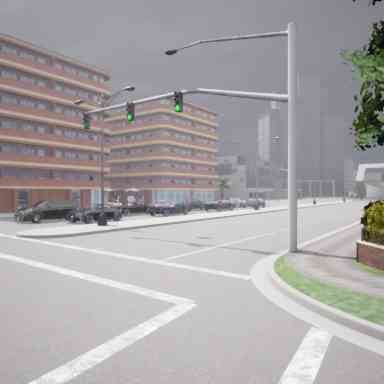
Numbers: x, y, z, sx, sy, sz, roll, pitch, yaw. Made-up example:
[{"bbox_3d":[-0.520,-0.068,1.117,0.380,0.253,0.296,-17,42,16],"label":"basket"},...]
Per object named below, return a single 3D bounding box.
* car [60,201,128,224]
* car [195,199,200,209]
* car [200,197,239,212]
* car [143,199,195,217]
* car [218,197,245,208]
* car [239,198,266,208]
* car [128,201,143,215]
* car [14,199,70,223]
[{"bbox_3d":[-7.249,1.564,24.926,1.994,1.385,4.181,0,0,36],"label":"car"},{"bbox_3d":[-0.199,1.547,40.549,2.033,1.411,5.357,0,0,36],"label":"car"},{"bbox_3d":[3.305,1.601,39.412,1.895,1.301,4.718,0,0,36],"label":"car"},{"bbox_3d":[-2.091,1.601,32.005,1.895,1.301,4.718,0,0,36],"label":"car"},{"bbox_3d":[5.834,1.526,48.787,1.812,1.442,4.674,0,0,36],"label":"car"},{"bbox_3d":[8.844,1.526,46.974,1.812,1.442,4.674,0,0,36],"label":"car"},{"bbox_3d":[-5.838,1.601,32.813,1.895,1.301,4.718,0,0,36],"label":"car"},{"bbox_3d":[-11.107,1.352,25.582,2.097,1.767,4.553,0,0,36],"label":"car"}]
